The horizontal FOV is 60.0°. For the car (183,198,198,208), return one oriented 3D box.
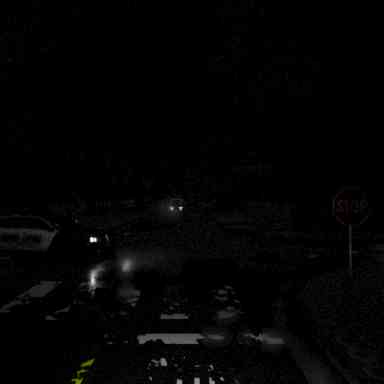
[{"bbox_3d":[0.003,1.827,55.580,2.128,1.511,4.902,0,-1,0],"label":"car"}]

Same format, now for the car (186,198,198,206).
[{"bbox_3d":[0.002,1.955,66.000,2.128,1.511,4.902,0,-1,0],"label":"car"}]

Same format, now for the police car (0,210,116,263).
[{"bbox_3d":[-5.236,1.451,11.518,4.974,1.542,2.038,2,-1,-1],"label":"police car"}]

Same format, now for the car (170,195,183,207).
[{"bbox_3d":[-2.748,1.621,60.970,2.150,2.045,5.566,0,-1,0],"label":"car"}]
